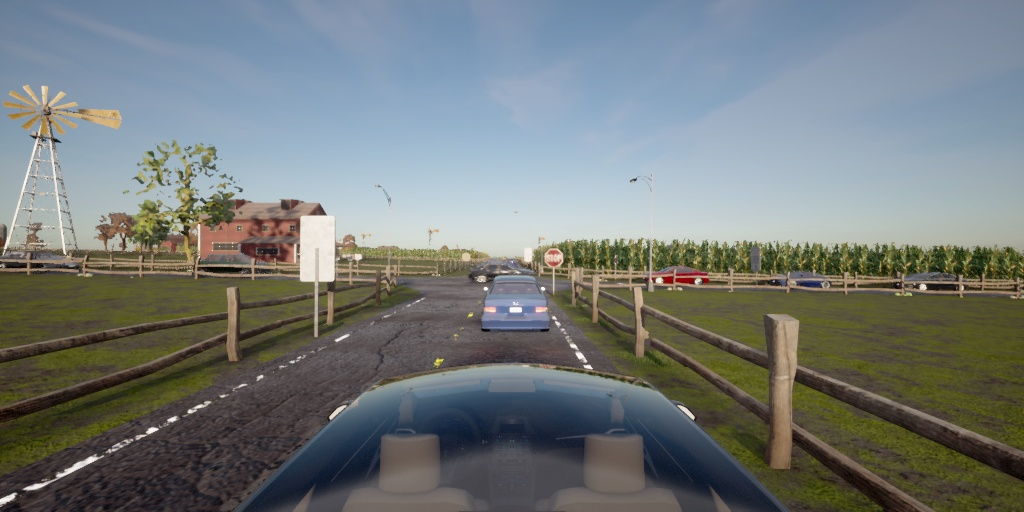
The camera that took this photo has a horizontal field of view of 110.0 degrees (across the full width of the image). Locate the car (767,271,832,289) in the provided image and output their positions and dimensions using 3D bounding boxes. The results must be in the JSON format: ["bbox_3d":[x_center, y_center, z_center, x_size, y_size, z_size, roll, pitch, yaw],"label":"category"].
[{"bbox_3d":[23.070,1.905,28.878,4.181,1.385,1.994,1,-1,0],"label":"car"}]

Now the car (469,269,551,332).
[{"bbox_3d":[0.081,1.300,10.851,2.033,1.411,5.357,0,0,0],"label":"car"}]

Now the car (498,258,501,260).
[{"bbox_3d":[-2.949,1.307,51.501,1.812,1.442,4.674,0,0,0],"label":"car"}]

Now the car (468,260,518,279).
[{"bbox_3d":[-0.721,1.273,26.050,4.892,1.490,1.837,0,0,0],"label":"car"}]

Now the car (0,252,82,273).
[{"bbox_3d":[-34.633,0.455,26.268,4.902,1.511,2.128,1,-1,0],"label":"car"}]

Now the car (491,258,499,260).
[{"bbox_3d":[-2.933,1.318,41.863,2.033,1.411,5.357,0,0,0],"label":"car"}]

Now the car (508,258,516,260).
[{"bbox_3d":[-0.048,1.150,65.132,2.097,1.767,4.553,0,0,0],"label":"car"}]

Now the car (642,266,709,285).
[{"bbox_3d":[13.143,1.588,28.930,5.008,1.535,1.882,1,-1,0],"label":"car"}]

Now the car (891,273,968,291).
[{"bbox_3d":[33.469,2.085,28.804,4.892,1.490,1.837,1,-1,0],"label":"car"}]

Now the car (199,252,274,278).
[{"bbox_3d":[-20.038,0.652,26.181,4.553,1.767,2.097,1,-1,0],"label":"car"}]

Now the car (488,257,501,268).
[{"bbox_3d":[-2.949,1.146,61.512,2.097,1.767,4.553,0,0,0],"label":"car"}]
